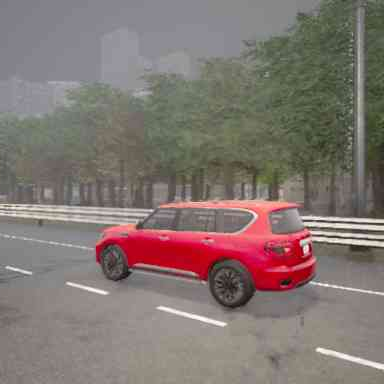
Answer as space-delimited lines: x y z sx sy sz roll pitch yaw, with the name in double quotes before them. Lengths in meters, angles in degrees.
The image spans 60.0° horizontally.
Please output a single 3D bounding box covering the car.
"car" 0.065 1.223 8.121 5.566 2.045 2.150 0 0 35
